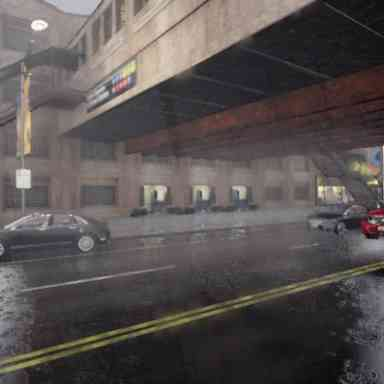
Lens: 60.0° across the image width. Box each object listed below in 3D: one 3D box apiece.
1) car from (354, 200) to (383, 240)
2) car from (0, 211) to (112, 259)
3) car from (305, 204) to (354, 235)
[{"bbox_3d":[10.164,1.158,15.411,5.566,2.045,2.150,0,0,-35],"label":"car"},{"bbox_3d":[-5.472,1.471,12.255,4.892,1.521,2.231,0,0,-26],"label":"car"},{"bbox_3d":[8.240,1.427,18.340,4.902,1.511,2.128,0,0,-35],"label":"car"}]
